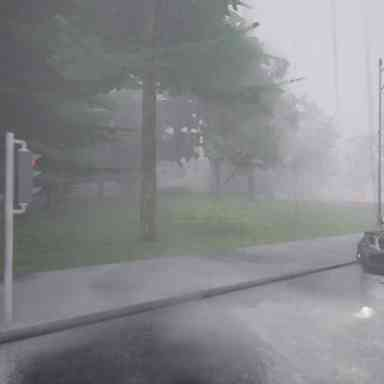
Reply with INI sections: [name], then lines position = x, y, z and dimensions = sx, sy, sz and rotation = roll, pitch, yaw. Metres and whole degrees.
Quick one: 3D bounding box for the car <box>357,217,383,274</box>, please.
[car]
position = 7.178, 1.343, 9.867
dimensions = 5.566, 2.045, 2.150
rotation = 1, -1, -36
